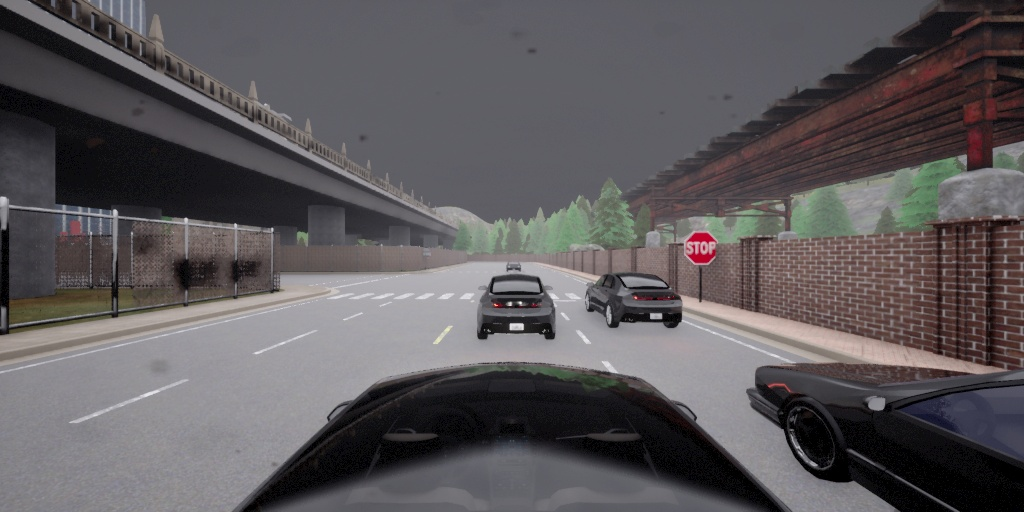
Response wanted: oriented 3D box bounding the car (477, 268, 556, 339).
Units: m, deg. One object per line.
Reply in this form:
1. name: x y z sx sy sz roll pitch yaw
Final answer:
1. car: 0.102 1.255 10.009 1.837 1.490 4.892 0 0 0

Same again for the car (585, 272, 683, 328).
1. car: 3.604 1.255 11.366 1.837 1.490 4.892 0 0 0

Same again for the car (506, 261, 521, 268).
1. car: 0.203 1.351 46.293 1.895 1.301 4.718 0 0 -1

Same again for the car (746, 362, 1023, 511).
1. car: 3.600 1.297 1.620 2.033 1.411 5.357 0 0 0
